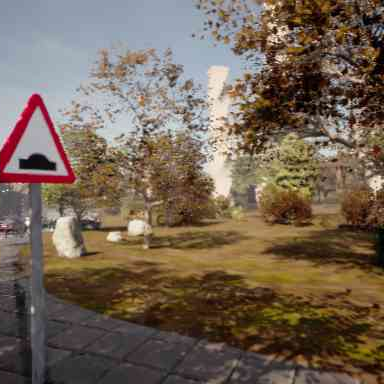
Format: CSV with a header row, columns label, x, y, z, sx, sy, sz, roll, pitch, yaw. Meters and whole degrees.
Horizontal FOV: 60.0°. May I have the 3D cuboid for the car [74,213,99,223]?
label,x,y,z,sx,sy,sz,roll,pitch,yaw
car,-20.615,5.132,65.033,4.553,1.767,2.185,-1,-3,-16

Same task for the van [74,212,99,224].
label,x,y,z,sx,sy,sz,roll,pitch,yaw
van,-19.702,4.859,62.305,4.442,1.987,1.878,-1,-3,-16

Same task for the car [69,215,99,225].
label,x,y,z,sx,sy,sz,roll,pitch,yaw
car,-18.357,4.781,56.959,4.792,1.488,2.163,-1,-3,-16

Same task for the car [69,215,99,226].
label,x,y,z,sx,sy,sz,roll,pitch,yaw
car,-17.585,4.616,54.316,4.674,1.452,2.002,-1,-3,-16

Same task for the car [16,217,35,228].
label,x,y,z,sx,sy,sz,roll,pitch,yaw
car,-26.210,4.757,52.519,1.882,1.535,5.008,-1,-3,-16

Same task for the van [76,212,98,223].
label,x,y,z,sx,sy,sz,roll,pitch,yaw
van,-22.146,5.338,70.194,4.442,1.987,1.878,-1,-3,-16

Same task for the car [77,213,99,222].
label,x,y,z,sx,sy,sz,roll,pitch,yaw
car,-22.741,5.582,72.876,4.553,1.767,2.185,-1,-3,-16

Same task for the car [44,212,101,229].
label,x,y,z,sx,sy,sz,roll,pitch,yaw
car,-11.687,3.066,33.139,4.892,1.521,2.231,-1,-4,-16

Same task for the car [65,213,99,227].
label,x,y,z,sx,sy,sz,roll,pitch,yaw
car,-16.143,4.096,49.015,4.553,1.767,2.185,-1,-3,-16

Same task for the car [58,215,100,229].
label,x,y,z,sx,sy,sz,roll,pitch,yaw
car,-13.865,3.686,41.081,4.792,1.488,2.163,-1,-4,-16

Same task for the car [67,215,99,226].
label,x,y,z,sx,sy,sz,roll,pitch,yaw
car,-16.852,4.439,51.668,4.674,1.452,2.002,-1,-3,-16

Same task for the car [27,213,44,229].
label,x,y,z,sx,sy,sz,roll,pitch,yaw
car,-20.426,3.796,43.867,2.150,2.045,5.566,-1,-4,-16

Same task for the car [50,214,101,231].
label,x,y,z,sx,sy,sz,roll,pitch,yaw
car,-12.424,3.264,35.786,5.008,1.535,2.097,-1,-4,-16

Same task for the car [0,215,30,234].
label,x,y,z,sx,sy,sz,roll,pitch,yaw
car,-16.625,3.144,30.650,2.033,1.411,5.357,-1,-4,-16

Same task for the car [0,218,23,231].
label,x,y,z,sx,sy,sz,roll,pitch,yaw
car,-23.517,4.110,42.868,2.128,1.511,4.902,-1,-4,-16

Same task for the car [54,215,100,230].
label,x,y,z,sx,sy,sz,roll,pitch,yaw
car,-13.151,3.462,38.434,4.892,1.521,2.231,-1,-4,-16

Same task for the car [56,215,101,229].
label,x,y,z,sx,sy,sz,roll,pitch,yaw
car,-14.812,3.847,43.678,5.366,1.575,1.946,-1,-4,-16
